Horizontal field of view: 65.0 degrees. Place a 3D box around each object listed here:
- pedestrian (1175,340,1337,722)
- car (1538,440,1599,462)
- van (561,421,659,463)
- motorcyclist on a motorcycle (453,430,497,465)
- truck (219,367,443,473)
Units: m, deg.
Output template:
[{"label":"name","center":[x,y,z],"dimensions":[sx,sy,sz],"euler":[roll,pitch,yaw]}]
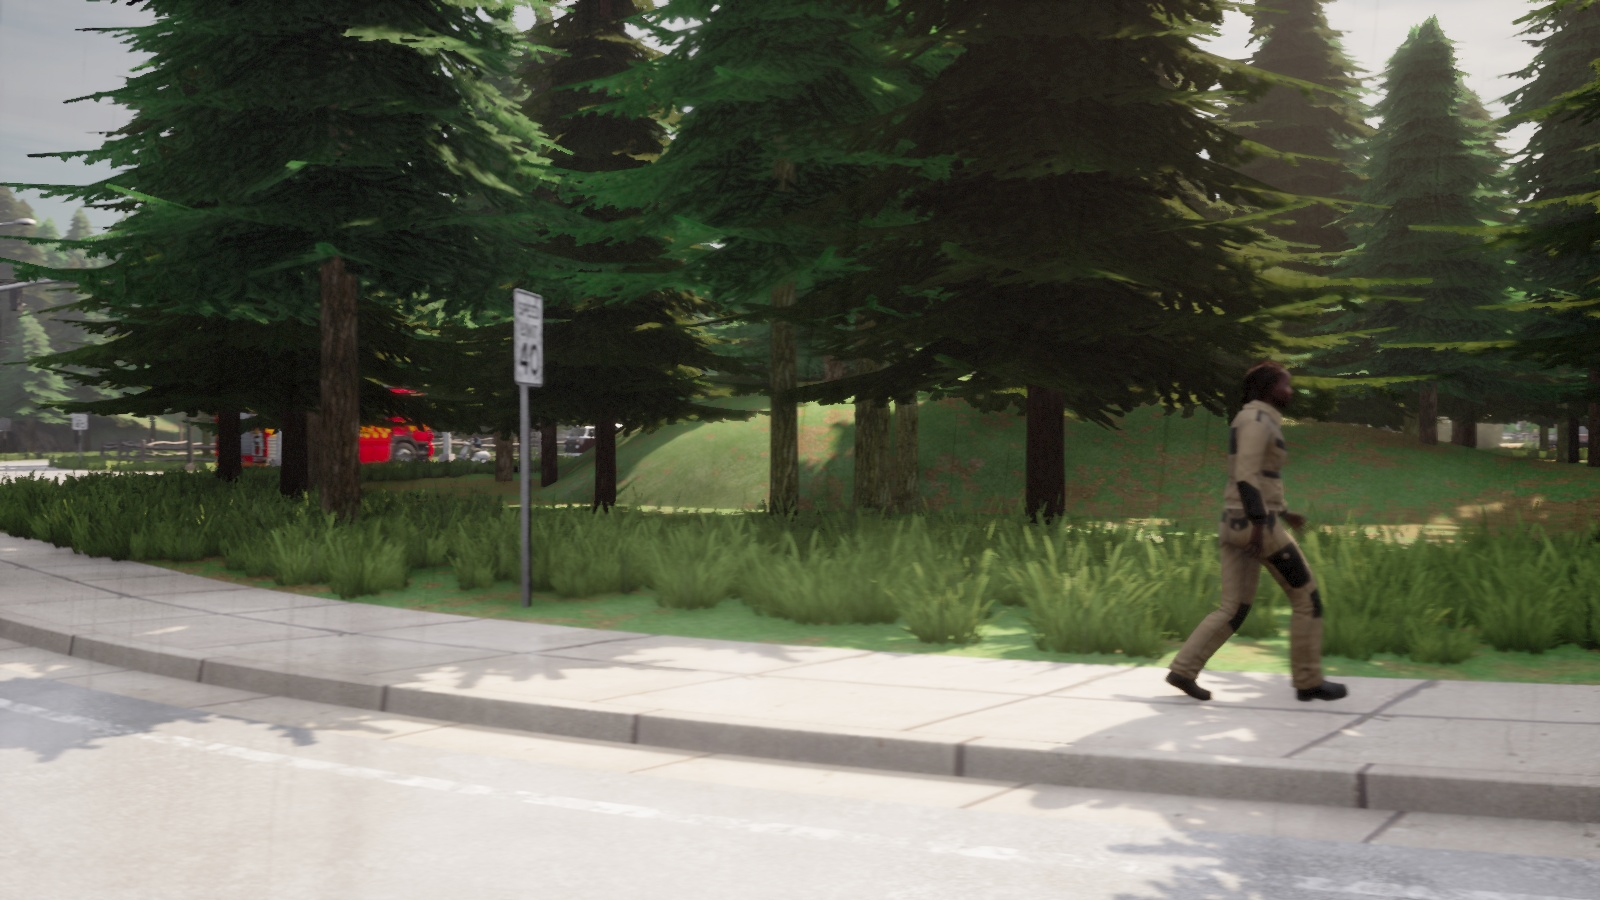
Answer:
[{"label":"pedestrian","center":[2.366,0.405,6.554],"dimensions":[0.692,1.930,0.396],"euler":[0,1,3]},{"label":"car","center":[47.940,0.050,76.577],"dimensions":[1.895,1.301,4.718],"euler":[0,1,-41]},{"label":"van","center":[-9.544,-0.404,63.184],"dimensions":[4.480,2.038,2.069],"euler":[0,1,-40]},{"label":"motorcyclist on a motorcycle","center":[-15.116,-0.129,58.444],"dimensions":[1.817,1.590,0.866],"euler":[0,1,-41]},{"label":"truck","center":[-18.269,-1.132,49.676],"dimensions":[2.891,3.827,8.468],"euler":[1,1,29]}]
